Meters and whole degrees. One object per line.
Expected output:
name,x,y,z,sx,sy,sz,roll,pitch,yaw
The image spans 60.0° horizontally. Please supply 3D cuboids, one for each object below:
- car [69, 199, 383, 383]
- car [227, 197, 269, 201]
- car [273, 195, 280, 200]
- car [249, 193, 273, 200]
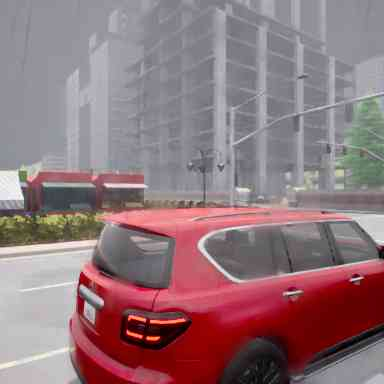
car,1.232,1.221,4.664,5.566,2.045,2.150,0,0,-35
car,3.876,1.422,28.558,1.882,1.535,5.008,0,0,-36
car,14.066,1.114,59.881,1.905,1.878,3.866,0,0,-36
car,11.674,1.114,58.169,1.905,1.878,3.866,0,0,-36
